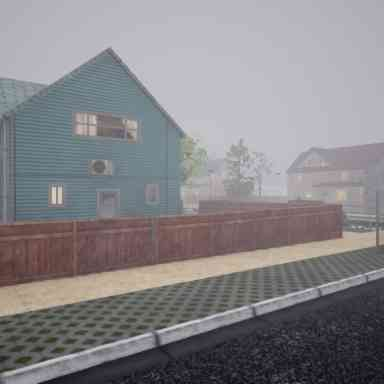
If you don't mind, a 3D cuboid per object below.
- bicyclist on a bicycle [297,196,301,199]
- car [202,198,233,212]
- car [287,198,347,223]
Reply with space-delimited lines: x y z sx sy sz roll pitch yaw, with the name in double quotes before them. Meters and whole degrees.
"bicyclist on a bicycle" 10.150 1.206 31.488 1.656 1.620 0.582 -1 1 -36
"car" 2.713 1.383 31.830 1.882 1.535 5.008 0 0 -36
"car" 8.546 1.304 23.649 2.097 1.767 4.553 0 0 -35
